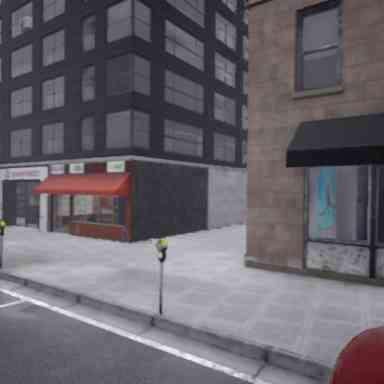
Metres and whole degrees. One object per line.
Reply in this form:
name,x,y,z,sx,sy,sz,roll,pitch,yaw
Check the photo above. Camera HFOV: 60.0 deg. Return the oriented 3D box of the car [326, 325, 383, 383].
car,2.957,1.321,0.959,5.009,1.841,2.192,0,1,36
